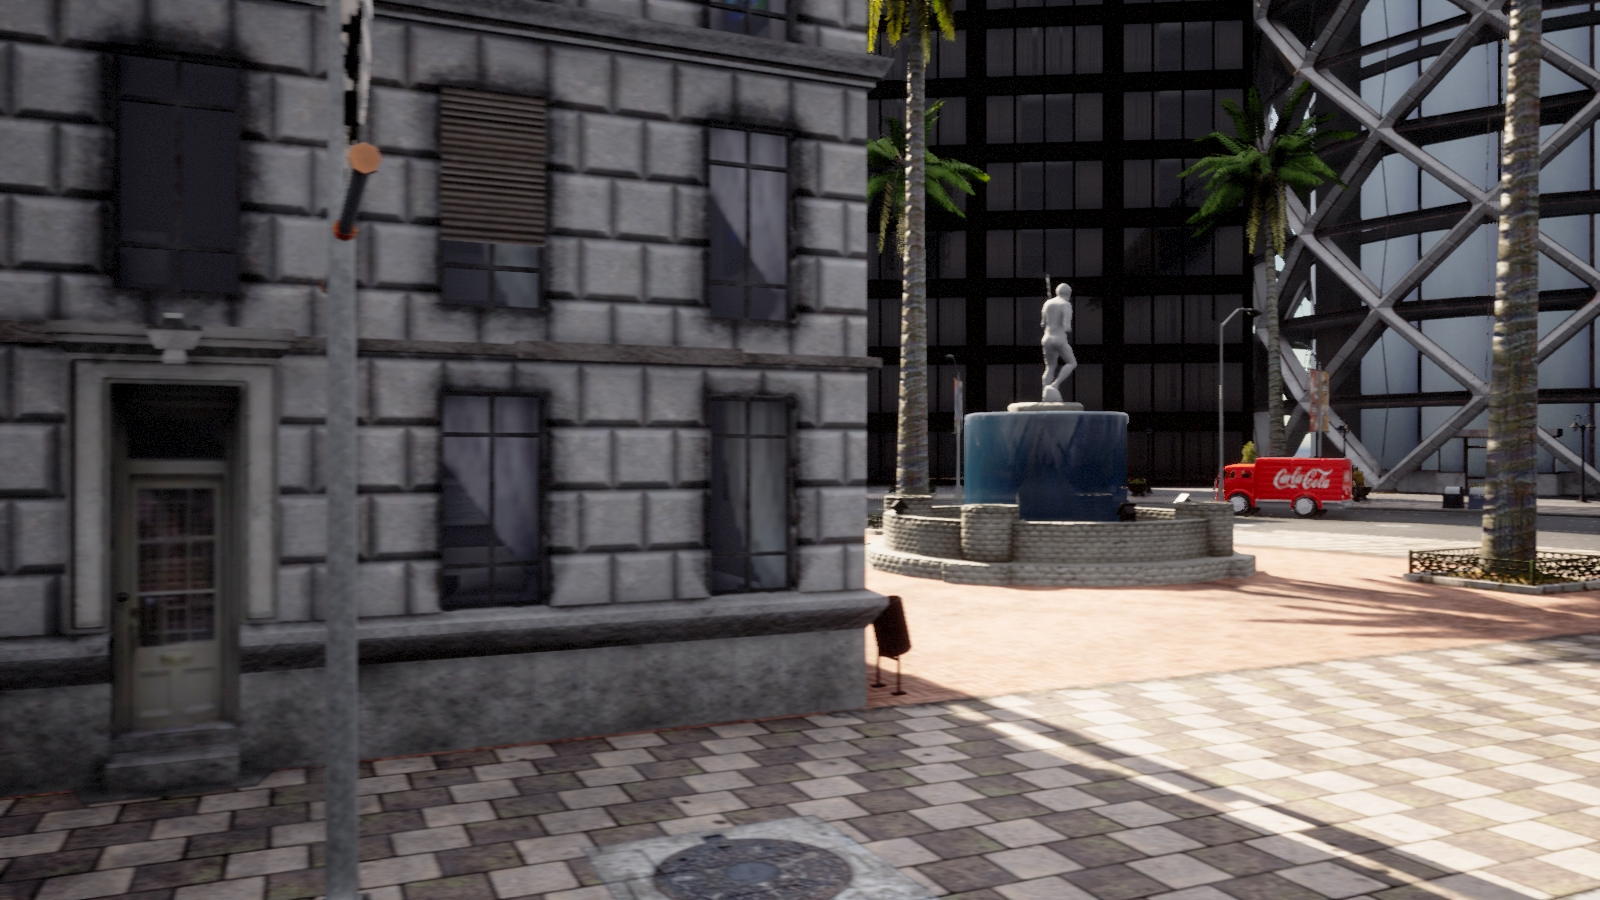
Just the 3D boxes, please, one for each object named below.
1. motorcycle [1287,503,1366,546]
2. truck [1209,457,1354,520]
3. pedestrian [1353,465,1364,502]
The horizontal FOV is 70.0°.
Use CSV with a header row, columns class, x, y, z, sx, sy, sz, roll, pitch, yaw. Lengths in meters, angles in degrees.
class,x,y,z,sx,sy,sz,roll,pitch,yaw
motorcycle,15.730,2.212,34.190,0.803,1.145,2.033,0,0,-34
truck,20.318,1.567,48.251,5.204,2.467,2.627,0,0,35
pedestrian,28.570,1.694,58.428,0.375,1.860,0.375,0,0,-21
